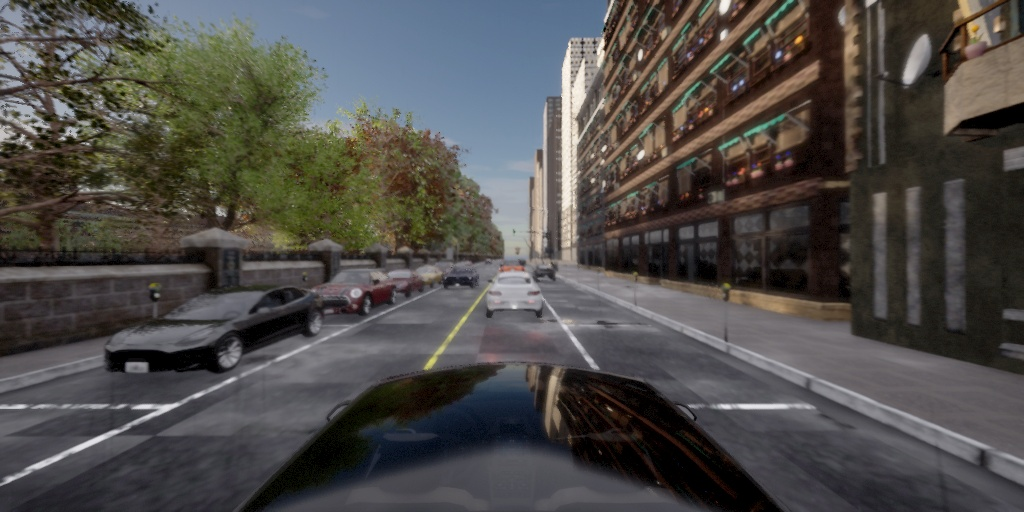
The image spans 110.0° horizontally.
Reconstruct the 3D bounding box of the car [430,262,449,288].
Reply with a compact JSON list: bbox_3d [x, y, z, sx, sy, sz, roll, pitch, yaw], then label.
[{"bbox_3d":[-5.727,1.289,24.068,1.751,1.417,4.829,0,0,0],"label":"car"}]

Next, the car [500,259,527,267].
[{"bbox_3d":[0.052,1.121,29.919,2.097,1.767,4.553,0,0,0],"label":"car"}]

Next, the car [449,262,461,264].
[{"bbox_3d":[-5.736,1.208,29.777,1.967,1.591,4.097,0,0,0],"label":"car"}]

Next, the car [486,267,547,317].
[{"bbox_3d":[0.082,1.282,13.033,1.812,1.442,4.674,0,0,0],"label":"car"}]

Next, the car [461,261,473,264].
[{"bbox_3d":[-5.831,1.329,40.853,2.007,1.370,4.403,0,0,0],"label":"car"}]

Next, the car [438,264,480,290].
[{"bbox_3d":[-3.134,1.364,22.852,1.895,1.301,4.718,0,0,0],"label":"car"}]

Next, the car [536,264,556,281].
[{"bbox_3d":[2.644,1.319,29.793,2.007,1.370,4.403,0,0,0],"label":"car"}]

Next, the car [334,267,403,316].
[{"bbox_3d":[-5.710,1.196,13.161,1.967,1.591,4.097,0,0,0],"label":"car"}]

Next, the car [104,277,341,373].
[{"bbox_3d":[-5.701,1.319,7.623,1.948,1.339,4.313,0,0,0],"label":"car"}]

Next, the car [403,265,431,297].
[{"bbox_3d":[-5.718,1.342,18.700,1.802,1.307,4.207,0,0,0],"label":"car"}]
